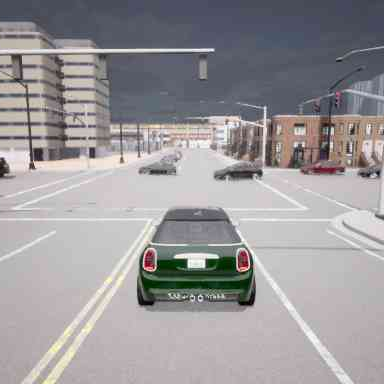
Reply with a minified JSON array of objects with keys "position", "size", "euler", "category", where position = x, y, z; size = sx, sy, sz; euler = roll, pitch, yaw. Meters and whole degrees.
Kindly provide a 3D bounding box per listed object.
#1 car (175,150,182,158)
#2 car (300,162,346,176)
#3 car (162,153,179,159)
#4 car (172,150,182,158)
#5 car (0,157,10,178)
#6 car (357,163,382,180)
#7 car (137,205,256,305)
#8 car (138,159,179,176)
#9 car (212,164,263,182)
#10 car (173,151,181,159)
[{"position":[-3.420,-7.277,67.515],"size":[1.812,1.442,4.674],"euler":[0,9,1],"category":"car"},{"position":[14.041,-2.540,35.801],"size":[4.674,1.442,1.812],"euler":[0,9,0],"category":"car"},{"position":[-3.547,-4.527,48.883],"size":[2.128,1.511,4.902],"euler":[0,9,1],"category":"car"},{"position":[-3.395,-8.952,77.564],"size":[2.097,1.767,4.553],"euler":[0,9,0],"category":"car"},{"position":[-20.815,-2.340,32.452],"size":[5.566,2.045,2.150],"euler":[0,9,0],"category":"car"},{"position":[18.705,-2.040,32.314],"size":[4.892,1.490,1.837],"euler":[0,8,0],"category":"car"},{"position":[0.086,1.073,7.685],"size":[2.097,1.767,4.553],"euler":[0,4,0],"category":"car"},{"position":[-3.657,-2.511,35.887],"size":[4.181,1.385,1.994],"euler":[0,9,0],"category":"car"},{"position":[4.262,-1.861,31.143],"size":[4.892,1.490,1.837],"euler":[-2,8,-19],"category":"car"},{"position":[-3.501,-5.937,58.220],"size":[1.882,1.535,5.008],"euler":[0,9,0],"category":"car"}]
